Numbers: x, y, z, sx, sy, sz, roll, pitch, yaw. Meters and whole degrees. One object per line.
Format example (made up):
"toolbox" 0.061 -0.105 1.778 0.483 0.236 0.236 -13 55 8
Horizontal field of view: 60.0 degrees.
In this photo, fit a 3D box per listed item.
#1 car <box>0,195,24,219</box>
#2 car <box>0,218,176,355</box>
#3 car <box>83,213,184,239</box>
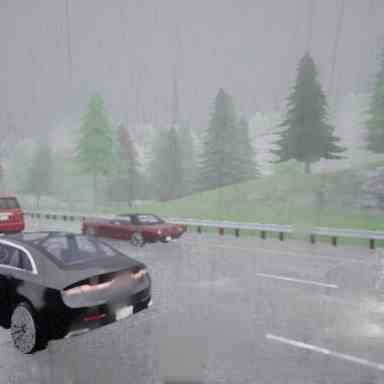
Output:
"car" -9.966 1.160 15.419 5.566 2.045 2.150 0 0 36
"car" -2.916 1.470 6.073 4.902 1.511 2.128 0 0 36
"car" -2.732 1.562 14.545 4.718 1.301 1.895 0 0 36
